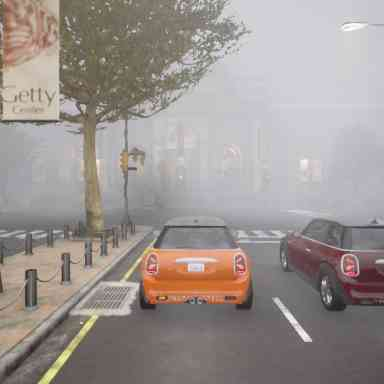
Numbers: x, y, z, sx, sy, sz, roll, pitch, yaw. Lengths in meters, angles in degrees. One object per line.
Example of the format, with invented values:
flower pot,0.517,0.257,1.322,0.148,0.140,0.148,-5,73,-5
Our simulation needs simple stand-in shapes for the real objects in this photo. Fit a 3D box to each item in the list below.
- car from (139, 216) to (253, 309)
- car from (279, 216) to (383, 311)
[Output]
car,0.084,1.352,8.003,2.097,1.767,4.553,0,0,0
car,3.584,1.352,7.907,2.097,1.767,4.553,0,0,0
